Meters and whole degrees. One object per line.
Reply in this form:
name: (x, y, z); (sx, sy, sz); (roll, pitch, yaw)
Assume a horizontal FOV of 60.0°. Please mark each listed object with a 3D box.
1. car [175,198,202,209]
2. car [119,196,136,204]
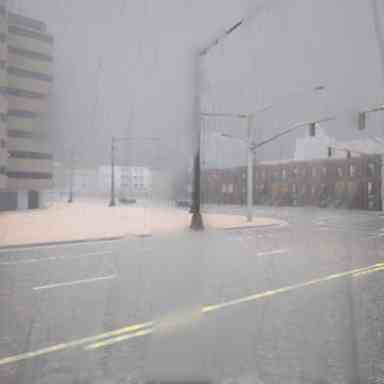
car: (-0.547, 1.577, 47.646); (2.128, 1.511, 4.902); (0, 0, -36)
car: (-12.482, 1.566, 64.311); (1.882, 1.535, 5.008); (0, 0, -36)
